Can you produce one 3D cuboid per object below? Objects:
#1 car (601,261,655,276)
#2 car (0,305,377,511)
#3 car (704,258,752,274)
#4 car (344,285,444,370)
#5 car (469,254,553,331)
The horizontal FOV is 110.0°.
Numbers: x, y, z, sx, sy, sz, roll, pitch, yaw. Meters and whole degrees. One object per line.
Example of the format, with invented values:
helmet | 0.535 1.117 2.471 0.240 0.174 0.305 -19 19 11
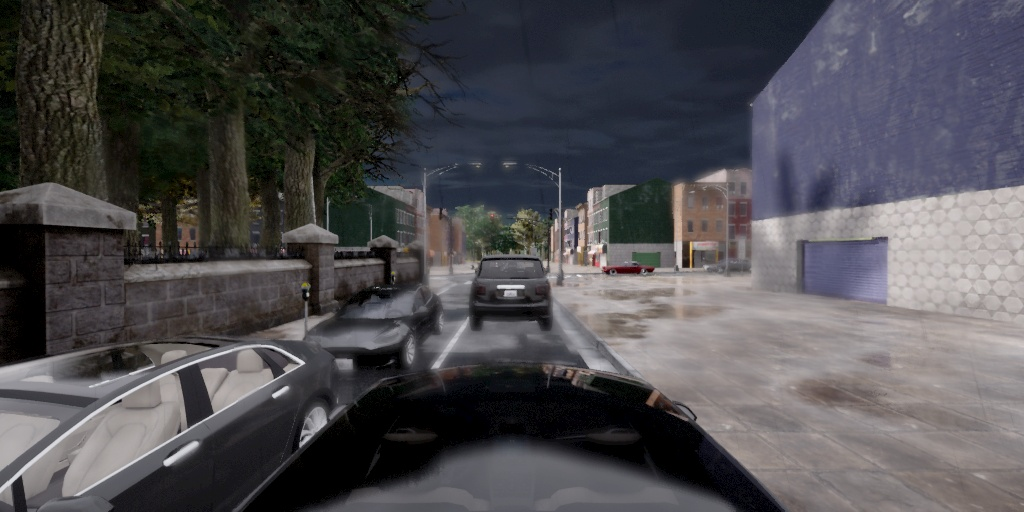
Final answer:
car | 10.993 1.187 34.334 4.718 1.301 1.895 -1 1 0
car | -2.641 1.300 2.073 2.007 1.370 4.403 0 0 0
car | 21.030 0.943 34.319 4.902 1.511 2.128 -1 1 0
car | -2.634 1.316 7.761 1.948 1.339 4.313 0 0 0
car | -0.011 0.973 11.071 2.150 2.045 5.566 0 0 0
